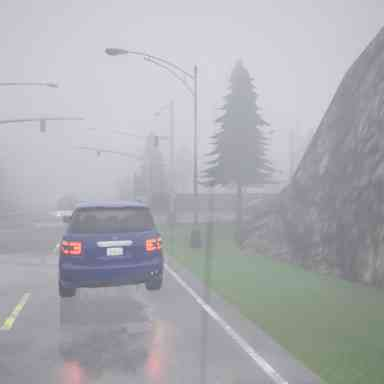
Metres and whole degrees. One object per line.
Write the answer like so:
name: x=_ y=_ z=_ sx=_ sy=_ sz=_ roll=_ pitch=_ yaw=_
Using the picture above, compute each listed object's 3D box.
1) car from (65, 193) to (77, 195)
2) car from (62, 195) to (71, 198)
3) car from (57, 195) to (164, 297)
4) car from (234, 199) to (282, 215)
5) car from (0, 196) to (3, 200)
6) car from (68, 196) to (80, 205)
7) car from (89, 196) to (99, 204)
car: x=-19.119 y=1.221 z=52.437 sx=2.150 sy=2.045 sz=5.566 roll=0 pitch=0 yaw=-17
car: x=-16.252 y=1.492 z=42.885 sx=2.128 sy=1.511 sz=4.902 roll=0 pitch=0 yaw=-17
car: x=-2.214 y=1.221 z=8.890 sx=2.150 sy=2.045 sz=5.566 roll=0 pitch=0 yaw=-16
car: x=6.623 y=1.505 z=33.222 sx=4.892 sy=1.490 sz=1.837 roll=0 pitch=0 yaw=-18
car: x=-36.278 y=1.374 z=61.347 sx=1.845 sy=1.501 sz=3.633 roll=0 pitch=0 yaw=-16
car: x=-21.980 y=1.564 z=62.130 sx=1.994 sy=1.385 sz=4.181 roll=0 pitch=0 yaw=-16
car: x=-19.029 y=1.526 z=64.602 sx=1.812 sy=1.442 sz=4.674 roll=0 pitch=0 yaw=-17
